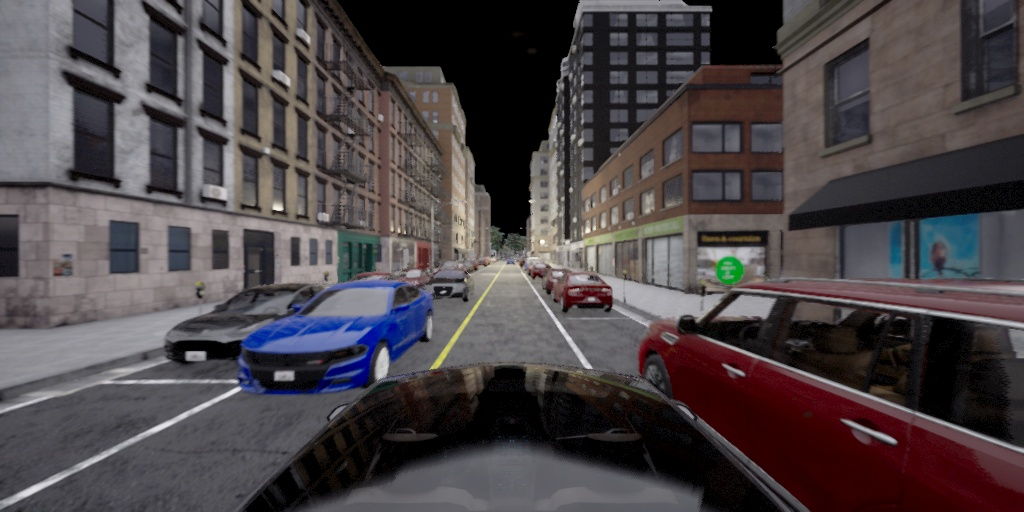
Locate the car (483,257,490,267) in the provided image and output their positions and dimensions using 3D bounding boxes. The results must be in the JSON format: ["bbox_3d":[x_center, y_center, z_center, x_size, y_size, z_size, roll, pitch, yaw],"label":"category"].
[{"bbox_3d":[-5.620,1.069,65.086,2.192,1.841,5.009,0,0,0],"label":"car"}]

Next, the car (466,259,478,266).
[{"bbox_3d":[-5.534,1.328,42.372,1.948,1.339,4.313,0,0,0],"label":"car"}]

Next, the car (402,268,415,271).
[{"bbox_3d":[-5.426,1.312,13.980,1.888,1.381,4.507,0,0,0],"label":"car"}]

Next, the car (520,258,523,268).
[{"bbox_3d":[2.479,1.285,48.076,2.007,1.370,4.403,0,0,0],"label":"car"}]

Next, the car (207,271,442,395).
[{"bbox_3d":[-2.862,1.237,7.011,1.882,1.535,5.008,0,0,0],"label":"car"}]

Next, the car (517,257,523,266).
[{"bbox_3d":[2.437,1.045,59.434,2.192,1.841,5.009,0,0,0],"label":"car"}]

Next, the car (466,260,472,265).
[{"bbox_3d":[-5.512,1.345,36.694,1.802,1.307,4.207,0,0,0],"label":"car"}]

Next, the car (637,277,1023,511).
[{"bbox_3d":[2.643,1.056,2.645,2.192,1.841,5.009,0,0,0],"label":"car"}]

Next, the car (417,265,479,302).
[{"bbox_3d":[-2.885,1.323,17.027,1.994,1.385,4.181,0,0,0],"label":"car"}]

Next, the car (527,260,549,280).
[{"bbox_3d":[2.540,1.283,31.040,1.888,1.381,4.507,0,0,0],"label":"car"}]

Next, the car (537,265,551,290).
[{"bbox_3d":[2.582,1.322,19.681,1.802,1.307,4.207,0,0,0],"label":"car"}]

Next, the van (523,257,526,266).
[{"bbox_3d":[2.499,1.077,42.397,1.690,1.789,3.998,0,0,0],"label":"van"}]

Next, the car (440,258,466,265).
[{"bbox_3d":[-5.491,1.204,31.016,1.967,1.591,4.097,0,0,0],"label":"car"}]

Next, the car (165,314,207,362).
[{"bbox_3d":[-5.404,1.333,8.302,1.948,1.339,4.313,0,0,0],"label":"car"}]

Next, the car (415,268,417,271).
[{"bbox_3d":[-5.447,1.348,19.659,1.802,1.307,4.207,0,0,0],"label":"car"}]

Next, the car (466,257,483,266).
[{"bbox_3d":[-5.555,1.075,48.050,2.192,1.841,5.009,0,0,0],"label":"car"}]

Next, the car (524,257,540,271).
[{"bbox_3d":[2.520,1.177,36.718,1.967,1.591,4.097,0,0,0],"label":"car"}]

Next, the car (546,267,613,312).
[{"bbox_3d":[2.602,1.286,14.003,1.888,1.381,4.507,0,0,0],"label":"car"}]
